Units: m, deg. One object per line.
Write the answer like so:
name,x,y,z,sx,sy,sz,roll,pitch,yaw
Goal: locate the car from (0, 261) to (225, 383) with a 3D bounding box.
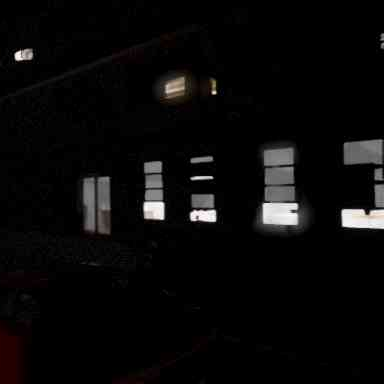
car,-1.764,1.557,4.146,4.507,1.381,1.887,0,-1,36
